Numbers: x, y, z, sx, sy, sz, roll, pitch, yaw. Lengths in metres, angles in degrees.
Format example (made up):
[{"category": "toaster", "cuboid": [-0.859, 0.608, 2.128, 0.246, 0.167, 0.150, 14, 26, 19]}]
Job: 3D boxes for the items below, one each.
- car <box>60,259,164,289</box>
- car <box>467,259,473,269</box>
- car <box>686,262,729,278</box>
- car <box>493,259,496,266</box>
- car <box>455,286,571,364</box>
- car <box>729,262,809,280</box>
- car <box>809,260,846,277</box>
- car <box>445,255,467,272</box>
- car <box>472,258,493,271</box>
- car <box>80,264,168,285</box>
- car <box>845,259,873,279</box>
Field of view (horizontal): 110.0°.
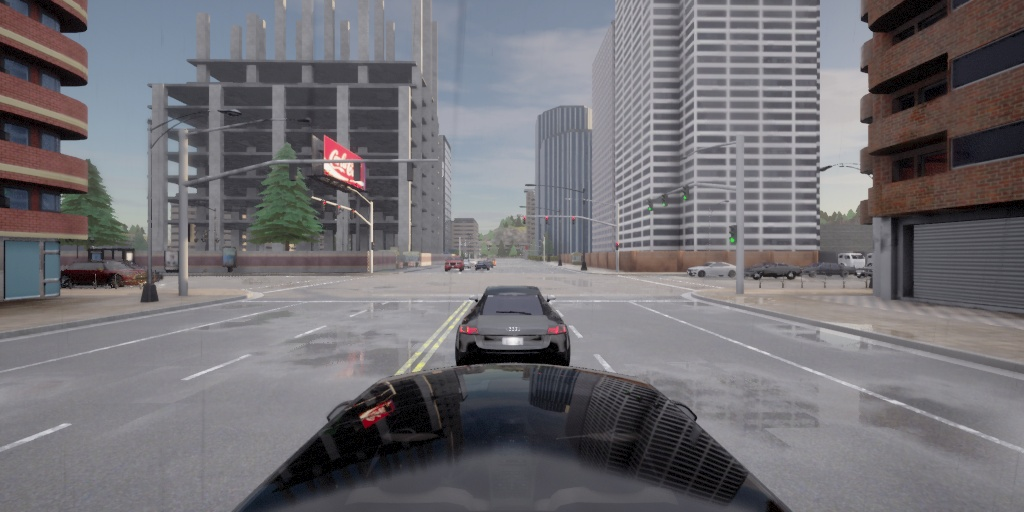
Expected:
[{"category": "car", "cuboid": [-25.437, 1.101, 22.708, 4.553, 1.767, 2.097, 0, 0, -1]}, {"category": "car", "cuboid": [-7.617, 1.276, 57.272, 1.812, 1.442, 4.674, 0, 0, 0]}, {"category": "car", "cuboid": [19.082, 1.276, 34.055, 4.674, 1.442, 1.812, 0, 0, -1]}, {"category": "car", "cuboid": [-4.135, 1.314, 59.971, 1.994, 1.385, 4.181, 0, 0, 0]}, {"category": "car", "cuboid": [0.010, 1.314, 7.664, 1.994, 1.385, 4.181, 0, 0, 0]}, {"category": "car", "cuboid": [21.847, 1.241, 30.615, 4.902, 1.511, 2.128, 0, 0, -1]}, {"category": "car", "cuboid": [29.664, 1.297, 34.226, 5.357, 1.411, 2.033, 0, 0, -1]}, {"category": "car", "cuboid": [-7.568, 0.971, 47.595, 2.150, 2.045, 5.566, 0, 0, -4]}, {"category": "car", "cuboid": [-4.058, 1.351, 50.046, 1.895, 1.301, 4.718, 0, 0, -1]}, {"category": "car", "cuboid": [-28.187, 1.313, 26.166, 4.181, 1.385, 1.994, 0, 0, -1]}, {"category": "car", "cuboid": [32.221, 1.242, 30.755, 4.902, 1.511, 2.128, 0, 0, -1]}]
